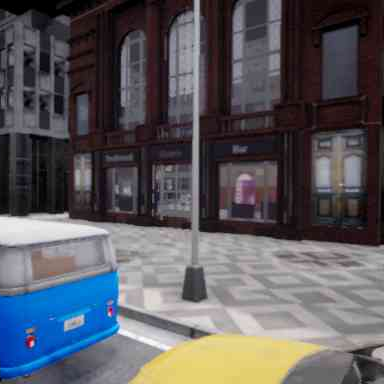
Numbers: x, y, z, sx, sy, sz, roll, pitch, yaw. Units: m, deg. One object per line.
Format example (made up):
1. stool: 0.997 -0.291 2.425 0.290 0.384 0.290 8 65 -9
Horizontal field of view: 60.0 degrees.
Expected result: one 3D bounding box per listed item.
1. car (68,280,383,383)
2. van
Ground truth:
1. car: 1.544 1.528 1.858 4.829 1.417 1.752 0 0 36
2. van: -2.904 1.305 5.032 3.998 1.788 1.690 0 0 36
